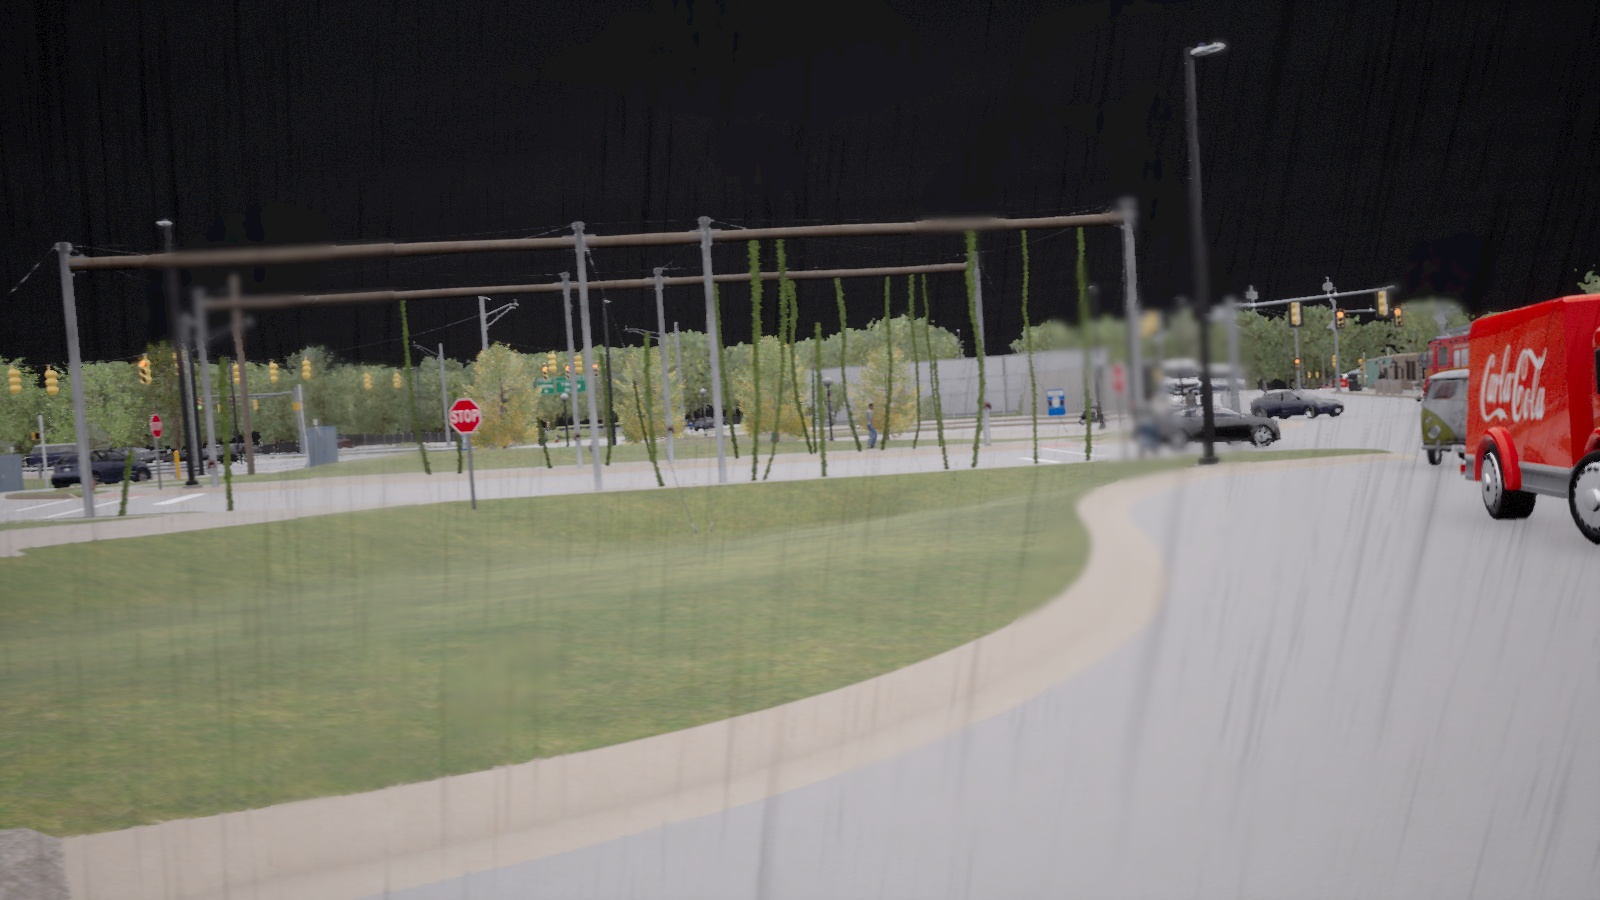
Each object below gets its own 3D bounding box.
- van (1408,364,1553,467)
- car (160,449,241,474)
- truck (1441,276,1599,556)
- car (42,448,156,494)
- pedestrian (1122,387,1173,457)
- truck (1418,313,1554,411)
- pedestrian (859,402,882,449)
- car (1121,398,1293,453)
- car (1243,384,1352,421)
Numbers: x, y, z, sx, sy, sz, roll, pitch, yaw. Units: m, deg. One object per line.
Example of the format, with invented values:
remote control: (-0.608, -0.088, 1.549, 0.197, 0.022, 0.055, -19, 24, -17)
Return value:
van: (14.512, -0.782, 26.656, 1.775, 1.987, 4.442, -1, 2, 40)
car: (-39.943, 0.741, 83.684, 4.718, 1.301, 1.895, -3, 2, 16)
truck: (8.842, -0.447, 13.002, 2.627, 2.467, 5.204, -4, 1, 13)
car: (-28.966, 0.852, 52.040, 1.851, 1.617, 3.988, -4, 1, 13)
pedestrian: (9.557, -0.769, 34.503, 0.900, 1.855, 0.874, -6, 3, -37)
truck: (30.247, -3.745, 55.795, 2.891, 3.827, 8.468, -4, 1, 13)
pedestrian: (2.810, -0.979, 50.100, 0.706, 1.836, 0.354, -5, 3, -12)
car: (13.372, -0.836, 41.369, 4.902, 1.511, 2.128, -4, 3, -11)
car: (25.298, -2.399, 64.032, 2.163, 1.488, 4.792, -5, 1, -29)
